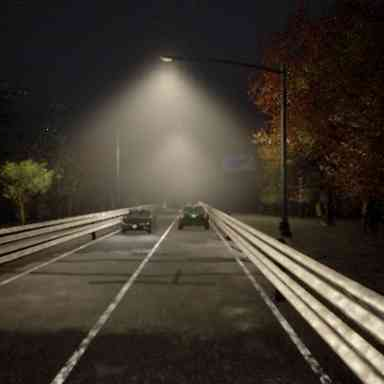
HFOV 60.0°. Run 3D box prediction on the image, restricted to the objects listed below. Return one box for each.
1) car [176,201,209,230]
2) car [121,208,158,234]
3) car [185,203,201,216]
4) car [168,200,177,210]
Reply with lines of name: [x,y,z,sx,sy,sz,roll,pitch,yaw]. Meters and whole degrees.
car: [0.121,1.713,24.423,2.097,1.767,4.553,0,-1,0]
car: [-3.329,1.817,21.631,1.837,1.490,4.892,0,-1,0]
car: [0.134,2.173,42.052,1.837,1.490,4.892,0,-2,0]
car: [-3.254,2.378,62.401,2.097,1.767,4.553,0,-1,1]
